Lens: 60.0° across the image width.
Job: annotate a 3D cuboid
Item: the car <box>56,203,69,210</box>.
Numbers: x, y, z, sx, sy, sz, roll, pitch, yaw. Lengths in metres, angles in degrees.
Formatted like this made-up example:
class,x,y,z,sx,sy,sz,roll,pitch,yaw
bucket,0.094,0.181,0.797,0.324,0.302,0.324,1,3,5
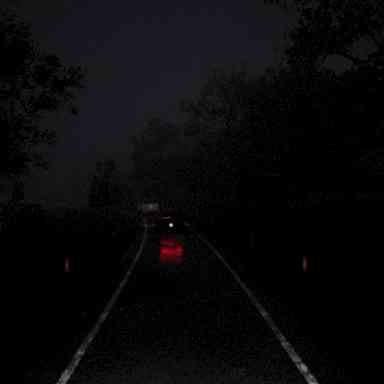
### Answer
class,x,y,z,sx,sy,sz,roll,pitch,yaw
car,-29.890,3.359,76.658,2.002,1.452,4.674,1,-2,-31

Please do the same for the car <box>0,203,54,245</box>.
class,x,y,z,sx,sy,sz,roll,pitch,yaw
car,-9.828,1.637,18.241,2.435,2.045,5.566,2,-2,-7

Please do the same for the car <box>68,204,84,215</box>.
class,x,y,z,sx,sy,sz,roll,pitch,yaw
car,-17.721,2.634,50.813,2.231,1.521,4.892,0,-2,-19

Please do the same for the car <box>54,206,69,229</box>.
class,x,y,z,sx,sy,sz,roll,pitch,yaw
car,-10.652,2.008,23.800,2.231,1.521,4.892,2,-2,-10

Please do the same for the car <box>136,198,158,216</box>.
class,x,y,z,sx,sy,sz,roll,pitch,yaw
car,-5.528,1.803,41.151,2.150,2.045,5.566,0,-2,-17

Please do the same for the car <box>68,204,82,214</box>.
class,x,y,z,sx,sy,sz,roll,pitch,yaw
car,-19.775,2.786,56.138,2.097,1.535,5.008,0,-2,-21

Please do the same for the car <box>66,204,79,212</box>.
class,x,y,z,sx,sy,sz,roll,pitch,yaw
car,-22.202,2.970,61.877,2.002,1.452,4.674,0,-1,-23

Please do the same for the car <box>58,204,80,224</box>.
class,x,y,z,sx,sy,sz,roll,pitch,yaw
car,-11.658,2.129,29.299,2.231,1.521,4.892,3,-2,-10

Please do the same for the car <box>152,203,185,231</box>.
class,x,y,z,sx,sy,sz,roll,pitch,yaw
car,-1.576,1.750,22.335,1.837,1.490,4.892,0,0,-8

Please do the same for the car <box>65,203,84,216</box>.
class,x,y,z,sx,sy,sz,roll,pitch,yaw
car,-15.714,2.482,44.814,2.097,1.535,5.008,0,-2,-17
